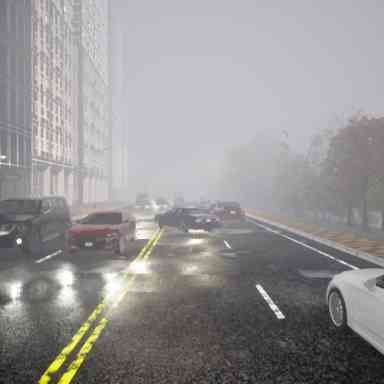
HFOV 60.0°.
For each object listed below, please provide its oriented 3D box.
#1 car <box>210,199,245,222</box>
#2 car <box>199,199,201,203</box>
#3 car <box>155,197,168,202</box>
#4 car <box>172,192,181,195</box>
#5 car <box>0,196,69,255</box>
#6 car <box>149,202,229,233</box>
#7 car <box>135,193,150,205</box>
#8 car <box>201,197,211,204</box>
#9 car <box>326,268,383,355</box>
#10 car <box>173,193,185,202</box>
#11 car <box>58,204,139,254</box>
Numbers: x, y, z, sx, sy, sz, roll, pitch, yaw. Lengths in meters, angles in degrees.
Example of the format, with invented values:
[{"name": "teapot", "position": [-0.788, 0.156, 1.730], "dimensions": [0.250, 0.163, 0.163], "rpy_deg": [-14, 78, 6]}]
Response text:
[{"name": "car", "position": [2.861, 1.493, 26.001], "dimensions": [2.163, 1.488, 4.792], "rpy_deg": [0, 0, -2]}, {"name": "car", "position": [1.969, 1.464, 48.066], "dimensions": [2.128, 1.511, 4.902], "rpy_deg": [0, 0, -3]}, {"name": "car", "position": [-5.108, 1.529, 56.257], "dimensions": [1.994, 1.385, 4.181], "rpy_deg": [0, 0, -3]}, {"name": "car", "position": [-3.518, 1.098, 80.442], "dimensions": [2.150, 2.045, 5.566], "rpy_deg": [0, 0, -5]}, {"name": "car", "position": [-6.729, 1.219, 13.648], "dimensions": [2.150, 2.045, 5.566], "rpy_deg": [0, 0, -1]}, {"name": "car", "position": [-0.400, 1.541, 19.651], "dimensions": [2.033, 1.411, 5.357], "rpy_deg": [0, 0, -31]}, {"name": "car", "position": [-8.394, 1.189, 56.784], "dimensions": [2.150, 2.045, 5.566], "rpy_deg": [0, 0, -3]}, {"name": "car", "position": [2.480, 1.529, 37.022], "dimensions": [2.033, 1.411, 5.357], "rpy_deg": [0, 0, -2]}, {"name": "car", "position": [3.240, 1.525, 3.862], "dimensions": [1.812, 1.442, 4.674], "rpy_deg": [0, 0, 0]}, {"name": "car", "position": [-2.373, 1.515, 66.578], "dimensions": [1.994, 1.385, 4.181], "rpy_deg": [0, 0, -4]}, {"name": "car", "position": [-3.481, 1.474, 13.608], "dimensions": [1.882, 1.535, 5.008], "rpy_deg": [0, 0, -1]}]
